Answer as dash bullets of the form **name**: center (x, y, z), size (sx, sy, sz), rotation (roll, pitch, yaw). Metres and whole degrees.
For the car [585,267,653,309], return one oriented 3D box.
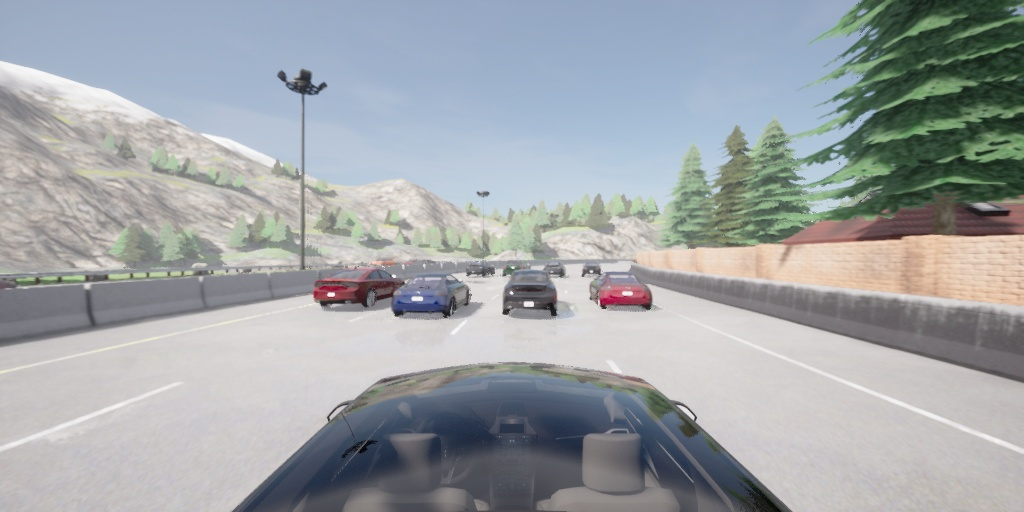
- **car**: center (4.384, 1.325, 14.993), size (1.994, 1.385, 4.181), rotation (0, 0, 6)

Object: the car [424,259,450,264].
- **car**: center (-9.925, 1.327, 50.328), size (1.895, 1.301, 4.718), rotation (0, 0, 18)

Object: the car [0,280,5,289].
- **car**: center (-17.323, 1.308, 9.127), size (1.895, 1.301, 4.718), rotation (0, 0, 3)

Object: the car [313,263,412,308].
- **car**: center (-6.156, 1.212, 15.117), size (1.882, 1.535, 5.008), rotation (0, 0, 5)

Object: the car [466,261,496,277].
- **car**: center (-2.984, 1.234, 34.986), size (2.128, 1.511, 4.902), rotation (0, 0, 13)

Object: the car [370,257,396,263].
- **car**: center (-19.628, 1.054, 54.328), size (2.097, 1.767, 4.553), rotation (0, 0, 18)

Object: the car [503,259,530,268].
- **car**: center (0.563, 1.104, 34.773), size (2.097, 1.767, 4.553), rotation (0, 0, 13)

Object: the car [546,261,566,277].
- **car**: center (4.207, 1.252, 35.038), size (2.128, 1.511, 4.902), rotation (0, 0, 13)

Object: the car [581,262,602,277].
- **car**: center (8.055, 1.296, 36.091), size (1.812, 1.442, 4.674), rotation (0, 0, 14)

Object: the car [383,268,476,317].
- **car**: center (-2.806, 1.307, 13.213), size (1.994, 1.385, 4.181), rotation (0, 0, 4)

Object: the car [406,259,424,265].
- **car**: center (-12.933, 1.223, 52.359), size (1.837, 1.490, 4.892), rotation (0, 0, 18)

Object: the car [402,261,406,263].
- **car**: center (-15.390, 1.190, 56.088), size (1.882, 1.535, 5.008), rotation (0, 0, 19)

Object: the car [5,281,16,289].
- **car**: center (-20.593, 1.263, 12.407), size (1.994, 1.385, 4.181), rotation (0, 0, 4)

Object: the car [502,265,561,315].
- **car**: center (0.728, 1.257, 13.597), size (1.837, 1.490, 4.892), rotation (0, 0, 5)
